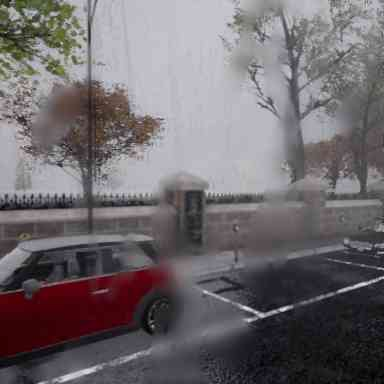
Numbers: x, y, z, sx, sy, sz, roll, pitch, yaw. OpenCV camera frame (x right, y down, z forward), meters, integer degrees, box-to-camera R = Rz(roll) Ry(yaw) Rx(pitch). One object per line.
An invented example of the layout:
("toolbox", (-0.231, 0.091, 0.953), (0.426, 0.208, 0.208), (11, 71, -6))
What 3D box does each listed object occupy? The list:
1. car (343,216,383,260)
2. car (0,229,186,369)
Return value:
("car", (6.980, 1.528, 11.545), (4.403, 1.369, 2.008), (0, 0, -36))
("car", (-2.187, 1.438, 5.003), (4.097, 1.590, 1.967), (0, 0, -36))
